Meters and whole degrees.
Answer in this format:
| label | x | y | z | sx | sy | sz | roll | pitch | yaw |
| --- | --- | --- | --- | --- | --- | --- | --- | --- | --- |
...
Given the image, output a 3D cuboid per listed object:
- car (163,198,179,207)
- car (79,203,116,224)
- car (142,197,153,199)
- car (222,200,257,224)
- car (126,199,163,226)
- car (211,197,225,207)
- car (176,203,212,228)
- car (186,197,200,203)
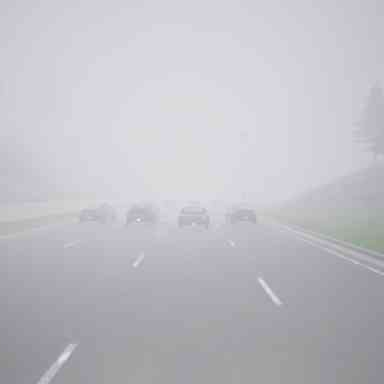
| label | x | y | z | sx | sy | sz | roll | pitch | yaw |
| --- | --- | --- | --- | --- | --- | --- | --- | --- | --- |
| car | -3.199 | 1.614 | 50.088 | 1.895 | 1.301 | 4.718 | 0 | 0 | 6 |
| car | -6.914 | 1.532 | 24.620 | 1.812 | 1.442 | 4.674 | 0 | 0 | 0 |
| car | -6.680 | 1.520 | 50.665 | 1.837 | 1.490 | 4.892 | 0 | 1 | 6 |
| car | 3.586 | 1.532 | 24.620 | 1.812 | 1.442 | 4.674 | 0 | 0 | 0 |
| car | -3.401 | 1.511 | 23.573 | 1.837 | 1.490 | 4.892 | 0 | 0 | 0 |
| car | 3.928 | 1.491 | 50.408 | 1.882 | 1.535 | 5.008 | 0 | 0 | 7 |
| car | 0.098 | 1.607 | 22.056 | 1.895 | 1.301 | 4.718 | 0 | 0 | 0 |
| car | 0.151 | 1.506 | 48.200 | 2.128 | 1.511 | 4.902 | 0 | 0 | 4 |
